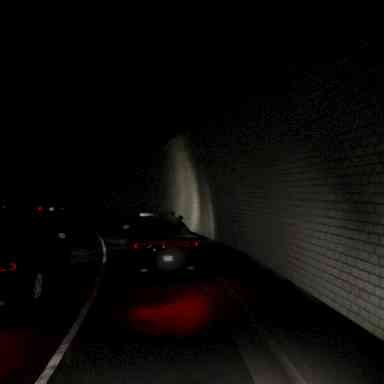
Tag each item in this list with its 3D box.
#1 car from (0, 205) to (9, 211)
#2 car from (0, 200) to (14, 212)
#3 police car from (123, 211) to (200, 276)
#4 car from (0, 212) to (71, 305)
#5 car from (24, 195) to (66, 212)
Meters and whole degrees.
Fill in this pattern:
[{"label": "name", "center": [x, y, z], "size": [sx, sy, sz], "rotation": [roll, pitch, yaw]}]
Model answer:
[{"label": "car", "center": [-9.710, 1.519, 14.752], "size": [1.812, 1.442, 4.674], "rotation": [0, 0, -20]}, {"label": "car", "center": [-21.693, 1.548, 37.751], "size": [1.994, 1.385, 4.181], "rotation": [0, 0, -41]}, {"label": "police car", "center": [-1.131, 1.422, 10.642], "size": [1.930, 1.638, 5.238], "rotation": [0, 0, -12]}, {"label": "car", "center": [-4.257, 1.474, 7.976], "size": [1.882, 1.535, 5.008], "rotation": [0, 0, -9]}, {"label": "car", "center": [-10.720, 1.215, 24.170], "size": [2.150, 2.045, 5.566], "rotation": [0, 0, -33]}]
